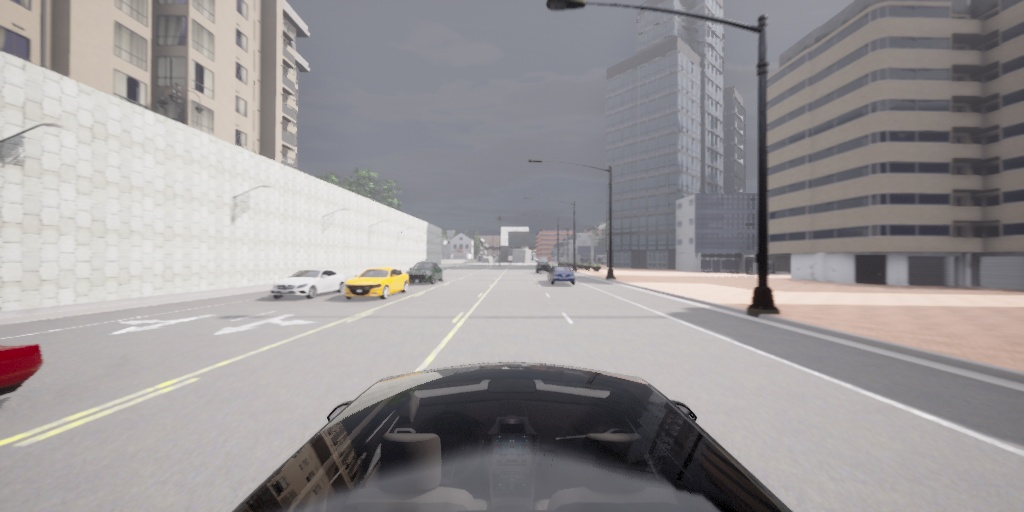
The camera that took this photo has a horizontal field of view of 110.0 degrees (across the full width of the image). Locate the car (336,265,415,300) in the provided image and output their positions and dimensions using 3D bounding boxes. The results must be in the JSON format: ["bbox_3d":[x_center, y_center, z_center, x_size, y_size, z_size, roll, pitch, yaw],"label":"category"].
[{"bbox_3d":[-6.839,1.319,18.617,1.882,1.535,5.008,0,0,1],"label":"car"}]

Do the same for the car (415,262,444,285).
[{"bbox_3d":[-6.756,1.236,27.852,2.097,1.767,4.553,0,0,1],"label":"car"}]

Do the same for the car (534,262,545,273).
[{"bbox_3d":[4.125,1.556,49.028,1.837,1.490,4.892,0,-1,1],"label":"car"}]

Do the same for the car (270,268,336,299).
[{"bbox_3d":[-10.339,1.355,18.671,1.812,1.442,4.674,0,0,1],"label":"car"}]

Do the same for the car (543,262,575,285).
[{"bbox_3d":[3.851,1.475,28.648,2.033,1.411,5.357,0,0,1],"label":"car"}]

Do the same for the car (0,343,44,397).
[{"bbox_3d":[-7.139,1.328,2.443,1.895,1.301,4.718,0,0,1],"label":"car"}]
